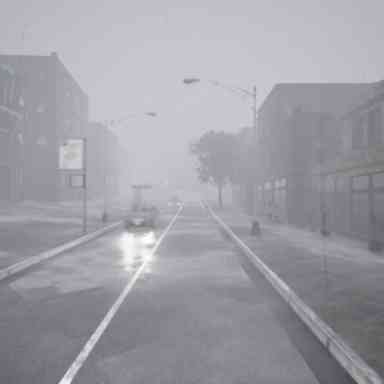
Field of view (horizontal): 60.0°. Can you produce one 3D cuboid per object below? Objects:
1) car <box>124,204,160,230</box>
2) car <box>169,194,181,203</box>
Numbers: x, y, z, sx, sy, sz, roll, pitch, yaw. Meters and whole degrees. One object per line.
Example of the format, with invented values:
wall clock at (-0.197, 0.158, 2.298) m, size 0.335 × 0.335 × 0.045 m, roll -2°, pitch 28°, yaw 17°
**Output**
car at (-3.116, 1.521, 21.447) m, size 2.128 × 1.511 × 4.902 m, roll 0°, pitch 0°, yaw 0°
car at (-3.278, 1.151, 63.636) m, size 2.097 × 1.767 × 4.553 m, roll 0°, pitch 1°, yaw 0°
